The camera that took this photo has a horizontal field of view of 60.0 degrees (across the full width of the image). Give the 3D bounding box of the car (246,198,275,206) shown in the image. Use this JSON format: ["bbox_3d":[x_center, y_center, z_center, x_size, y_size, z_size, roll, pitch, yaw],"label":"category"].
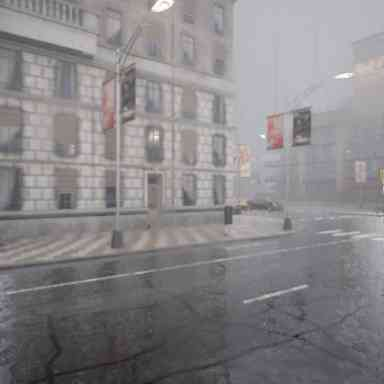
[{"bbox_3d":[11.403,1.660,55.537,1.895,1.301,4.718,0,0,-36],"label":"car"}]

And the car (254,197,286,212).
[{"bbox_3d":[8.784,1.395,39.279,2.097,1.767,4.553,0,0,-36],"label":"car"}]

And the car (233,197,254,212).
[{"bbox_3d":[4.554,1.516,39.149,1.882,1.535,5.008,0,0,-36],"label":"car"}]
